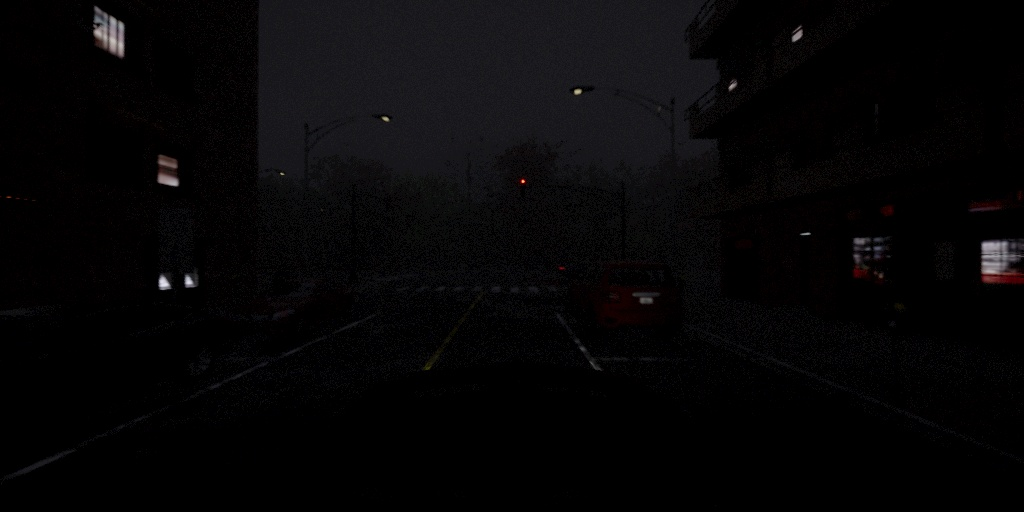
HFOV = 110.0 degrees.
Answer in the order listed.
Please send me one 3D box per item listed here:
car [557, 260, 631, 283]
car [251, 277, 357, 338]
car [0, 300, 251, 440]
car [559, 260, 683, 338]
[{"bbox_3d":[5.863,1.075,26.080,4.902,1.511,2.128,-1,0,1],"label":"car"},{"bbox_3d":[-5.822,1.278,10.002,1.802,1.307,4.207,0,0,0],"label":"car"},{"bbox_3d":[-5.820,1.298,4.434,1.948,1.339,4.313,0,0,0],"label":"car"},{"bbox_3d":[2.826,1.012,9.971,2.192,1.841,5.009,0,0,0],"label":"car"}]
